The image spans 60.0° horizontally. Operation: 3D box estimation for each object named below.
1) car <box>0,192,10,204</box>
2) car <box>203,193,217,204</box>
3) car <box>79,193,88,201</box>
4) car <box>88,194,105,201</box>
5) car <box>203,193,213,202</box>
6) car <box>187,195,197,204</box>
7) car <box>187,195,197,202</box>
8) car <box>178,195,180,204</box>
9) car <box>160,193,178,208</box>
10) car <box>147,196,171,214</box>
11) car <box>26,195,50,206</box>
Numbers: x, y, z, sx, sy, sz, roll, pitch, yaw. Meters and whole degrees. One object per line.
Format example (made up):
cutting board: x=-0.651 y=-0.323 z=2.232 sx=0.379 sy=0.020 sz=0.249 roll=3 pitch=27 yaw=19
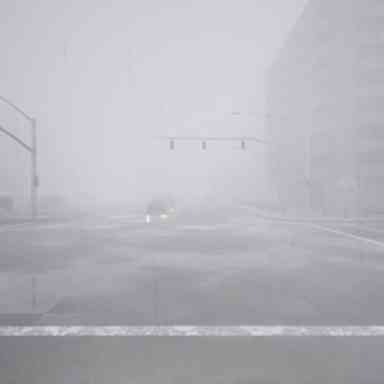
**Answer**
car: x=-43.574 y=1.135 z=74.710 sx=1.905 sy=1.878 sz=3.866 roll=0 pitch=0 yaw=0
car: x=3.493 y=1.203 z=63.695 sx=2.150 sy=2.045 sz=5.566 roll=0 pitch=0 yaw=0
car: x=-23.951 y=1.135 z=74.680 sx=1.905 sy=1.878 sz=3.866 roll=0 pitch=0 yaw=0
car: x=-21.057 y=1.132 z=74.615 sx=1.932 sy=1.855 sz=4.605 roll=0 pitch=0 yaw=0
car: x=3.492 y=1.192 z=73.211 sx=2.097 sy=1.767 sz=4.553 roll=0 pitch=0 yaw=0
car: x=-0.007 y=1.507 z=64.264 sx=1.812 sy=1.442 sz=4.674 roll=0 pitch=0 yaw=0
car: x=-0.008 y=1.362 z=73.240 sx=2.128 sy=1.511 sz=4.902 roll=0 pitch=0 yaw=0
car: x=-3.550 y=1.205 z=63.873 sx=2.150 sy=2.045 sz=5.566 roll=0 pitch=0 yaw=0
car: x=-3.590 y=1.206 z=47.451 sx=2.150 sy=2.045 sz=5.566 roll=0 pitch=0 yaw=0
car: x=-3.595 y=1.468 z=35.572 sx=1.882 sy=1.535 sz=5.008 roll=0 pitch=0 yaw=0
car: x=-26.716 y=1.379 z=57.222 sx=1.970 sy=1.475 sz=3.806 roll=0 pitch=0 yaw=0
